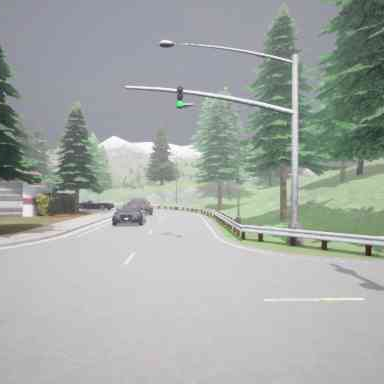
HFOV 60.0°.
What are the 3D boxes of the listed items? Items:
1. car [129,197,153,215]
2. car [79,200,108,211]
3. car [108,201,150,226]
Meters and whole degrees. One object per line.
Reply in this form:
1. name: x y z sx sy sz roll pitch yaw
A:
1. car: -5.336 1.341 33.321 2.097 1.767 4.553 0 0 -20
2. car: -12.023 1.592 40.962 4.718 1.301 1.895 0 0 13
3. car: -4.359 1.555 23.544 1.994 1.385 4.181 0 0 -3
